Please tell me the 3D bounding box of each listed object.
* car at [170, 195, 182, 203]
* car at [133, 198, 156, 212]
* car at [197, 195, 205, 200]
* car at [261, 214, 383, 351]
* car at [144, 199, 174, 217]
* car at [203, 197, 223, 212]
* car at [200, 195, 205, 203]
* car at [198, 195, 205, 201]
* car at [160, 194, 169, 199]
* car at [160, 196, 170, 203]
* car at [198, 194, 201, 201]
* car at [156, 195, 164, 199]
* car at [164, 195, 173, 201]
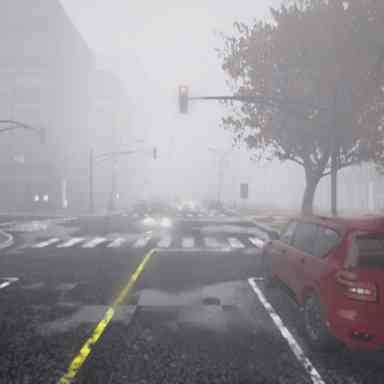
[{"bbox_3d":[-3.123,1.473,67.603,1.882,1.535,5.008,0,0,0],"label":"car"},{"bbox_3d":[-5.758,1.535,38.531,2.008,1.369,4.403,0,0,0],"label":"car"},{"bbox_3d":[2.521,1.570,93.873,2.008,1.369,4.403,0,0,0],"label":"car"},{"bbox_3d":[2.682,1.311,6.158,2.192,1.841,5.009,0,0,0],"label":"car"},{"bbox_3d":[-3.057,1.596,31.777,1.895,1.301,4.718,0,0,0],"label":"car"},{"bbox_3d":[2.622,1.529,38.546,1.887,1.381,4.507,0,0,0],"label":"car"},{"bbox_3d":[2.601,1.512,49.781,1.752,1.417,4.829,0,0,0],"label":"car"},{"bbox_3d":[2.531,1.557,88.340,1.887,1.381,4.507,0,0,0],"label":"car"},{"bbox_3d":[-5.799,1.432,60.662,1.967,1.590,4.097,0,0,0],"label":"car"},{"bbox_3d":[-5.819,1.580,71.727,1.802,1.307,4.206,0,0,0],"label":"car"},{"bbox_3d":[2.572,1.577,66.209,1.802,1.307,4.206,0,0,0],"label":"car"},{"bbox_3d":[-5.779,1.537,49.597,2.008,1.369,4.403,0,0,0],"label":"car"},{"bbox_3d":[-5.839,1.447,82.793,1.967,1.590,4.097,0,0,0],"label":"car"}]
